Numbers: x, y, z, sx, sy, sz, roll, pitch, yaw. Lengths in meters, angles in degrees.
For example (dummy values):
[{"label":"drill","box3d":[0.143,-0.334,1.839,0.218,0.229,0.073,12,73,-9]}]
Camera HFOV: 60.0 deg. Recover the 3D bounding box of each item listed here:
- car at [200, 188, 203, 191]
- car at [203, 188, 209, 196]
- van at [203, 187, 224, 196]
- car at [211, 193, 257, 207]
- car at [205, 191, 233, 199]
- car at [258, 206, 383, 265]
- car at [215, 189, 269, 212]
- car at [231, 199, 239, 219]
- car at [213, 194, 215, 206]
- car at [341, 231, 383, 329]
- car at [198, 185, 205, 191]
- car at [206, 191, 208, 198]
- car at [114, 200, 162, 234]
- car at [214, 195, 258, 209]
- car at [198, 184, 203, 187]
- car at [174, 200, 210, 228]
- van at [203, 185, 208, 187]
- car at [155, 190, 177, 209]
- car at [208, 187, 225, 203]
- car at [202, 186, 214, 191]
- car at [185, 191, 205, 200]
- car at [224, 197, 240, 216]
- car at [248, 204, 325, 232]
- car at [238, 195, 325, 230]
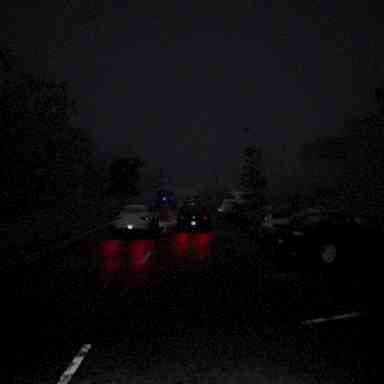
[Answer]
[{"label":"car","box3d":[5.021,0.289,71.133,4.892,1.521,2.231,0,1,-20]},{"label":"car","box3d":[5.008,0.593,59.172,4.792,1.488,2.163,0,2,-20]},{"label":"van","box3d":[4.918,-0.075,77.048,4.442,1.987,1.878,0,2,-20]},{"label":"car","box3d":[5.217,0.974,41.246,5.366,1.575,1.946,0,1,-20]},{"label":"car","box3d":[5.027,0.534,62.190,4.674,1.452,2.002,0,1,-20]},{"label":"car","box3d":[5.056,1.403,11.151,5.008,1.535,2.097,1,0,-20]},{"label":"car","box3d":[5.083,0.998,26.171,5.566,2.045,2.435,0,1,-20]},{"label":"car","box3d":[5.060,1.366,20.151,4.674,1.452,2.002,1,1,-20]},{"label":"car","box3d":[4.880,1.199,29.101,5.366,1.575,1.946,0,1,-20]},{"label":"car","box3d":[5.041,1.474,5.134,4.792,1.488,2.163,1,1,-20]},{"label":"car","box3d":[5.003,-0.032,74.095,5.566,2.045,2.435,0,2,-20]},{"label":"car","box3d":[5.016,0.870,47.169,4.792,1.488,2.163,0,2,-20]},{"label":"car","box3d":[-2.911,1.385,17.940,1.812,1.442,4.674,0,0,0]},{"label":"car","box3d":[5.051,1.079,38.175,4.674,1.452,2.002,0,2,-20]},{"label":"car","box3d":[5.051,-0.170,80.090,5.566,2.045,2.435,0,1,-20]},{"label":"car","box3d":[0.087,1.431,20.795,1.895,1.301,4.718,0,1,0]},{"label":"van","box3d":[5.140,0.132,68.190,4.442,1.987,1.878,0,1,-20]},{"label":"car","box3d":[-2.923,0.782,37.688,2.150,2.045,5.566,0,1,0]},{"label":"car","box3d":[5.026,0.851,35.150,5.566,2.045,2.435,0,2,-20]},{"label":"car","box3d":[5.002,0.300,65.157,4.553,1.767,2.185,0,1,-20]},{"label":"car","box3d":[0.076,1.039,38.310,2.128,1.511,4.902,0,1,0]},{"label":"car","box3d":[5.081,1.317,23.176,4.792,1.488,2.163,1,1,-20]},{"label":"car","box3d":[5.064,1.420,14.152,4.674,1.452,2.002,1,1,-20]},{"label":"car","box3d":[5.092,1.228,17.161,4.553,1.767,2.185,1,1,-20]}]
